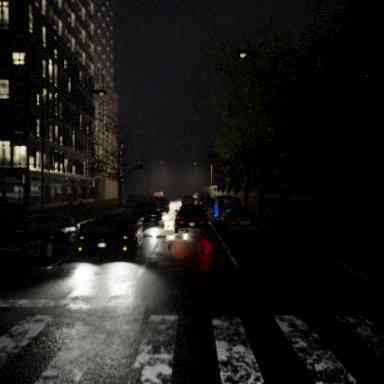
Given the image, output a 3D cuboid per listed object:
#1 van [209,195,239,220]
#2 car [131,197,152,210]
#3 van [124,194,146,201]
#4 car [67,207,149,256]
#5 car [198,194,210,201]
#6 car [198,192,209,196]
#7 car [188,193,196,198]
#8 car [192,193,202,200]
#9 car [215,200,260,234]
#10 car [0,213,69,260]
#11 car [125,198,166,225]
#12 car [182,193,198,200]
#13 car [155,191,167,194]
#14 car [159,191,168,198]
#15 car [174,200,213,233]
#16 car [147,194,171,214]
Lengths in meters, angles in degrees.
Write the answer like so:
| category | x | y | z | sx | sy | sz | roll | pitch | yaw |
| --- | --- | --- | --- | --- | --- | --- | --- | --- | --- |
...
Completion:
| category | x | y | z | sx | sy | sz | roll | pitch | yaw |
| --- | --- | --- | --- | --- | --- | --- | --- | --- | --- |
| van | 2.385 | 1.182 | 23.325 | 1.690 | 1.788 | 3.998 | 0 | 0 | -1 |
| car | -5.932 | 1.302 | 39.710 | 1.887 | 1.381 | 4.507 | 0 | 0 | -1 |
| van | -5.819 | 1.136 | 34.163 | 1.690 | 1.788 | 3.998 | 0 | 0 | -1 |
| car | -2.939 | 1.493 | 12.608 | 1.994 | 1.385 | 4.181 | 0 | 0 | -2 |
| car | 2.086 | 1.253 | 40.126 | 1.752 | 1.417 | 4.829 | 0 | 0 | -1 |
| car | 1.811 | 0.967 | 51.049 | 2.192 | 1.841 | 5.009 | 0 | 0 | -2 |
| car | 0.065 | 0.881 | 95.398 | 2.008 | 1.369 | 4.403 | 0 | 0 | -3 |
| car | 1.057 | 1.019 | 73.398 | 1.752 | 1.417 | 4.829 | 0 | 0 | -2 |
| car | 2.451 | 1.402 | 17.952 | 1.752 | 1.417 | 4.829 | 0 | 0 | -1 |
| car | -5.374 | 1.492 | 11.984 | 2.008 | 1.369 | 4.403 | 0 | 0 | 0 |
| car | -3.023 | 1.368 | 22.646 | 1.837 | 1.490 | 4.892 | 0 | 0 | 0 |
| car | -0.537 | 1.170 | 46.425 | 1.882 | 1.535 | 5.008 | 0 | 1 | -1 |
| car | -6.747 | 0.878 | 67.436 | 2.192 | 1.841 | 5.009 | 0 | 0 | -2 |
| car | -7.690 | 0.715 | 89.612 | 2.192 | 1.841 | 5.009 | 0 | 0 | -3 |
| car | -0.030 | 1.404 | 18.858 | 1.812 | 1.442 | 4.674 | 0 | 0 | -1 |
| car | -3.158 | 1.271 | 33.098 | 1.882 | 1.535 | 5.008 | 0 | 0 | -1 |
